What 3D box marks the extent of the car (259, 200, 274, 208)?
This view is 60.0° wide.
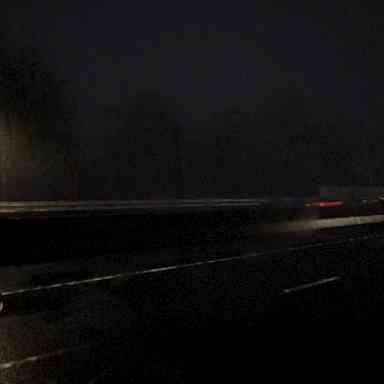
[{"bbox_3d":[10.432,1.618,40.628,4.718,1.301,1.895,0,0,-33],"label":"car"}]

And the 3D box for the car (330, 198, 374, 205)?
[{"bbox_3d":[16.139,1.501,32.563,4.902,1.511,2.128,0,0,-35],"label":"car"}]

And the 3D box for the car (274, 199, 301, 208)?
[{"bbox_3d":[12.114,1.496,38.290,5.008,1.535,1.882,0,0,-35],"label":"car"}]

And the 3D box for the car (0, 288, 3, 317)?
[{"bbox_3d":[-5.299,1.508,4.390,4.892,1.490,1.837,0,0,-35],"label":"car"}]

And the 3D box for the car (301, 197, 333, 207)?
[{"bbox_3d":[14.184,1.358,35.467,4.553,1.767,2.097,0,0,-35],"label":"car"}]
